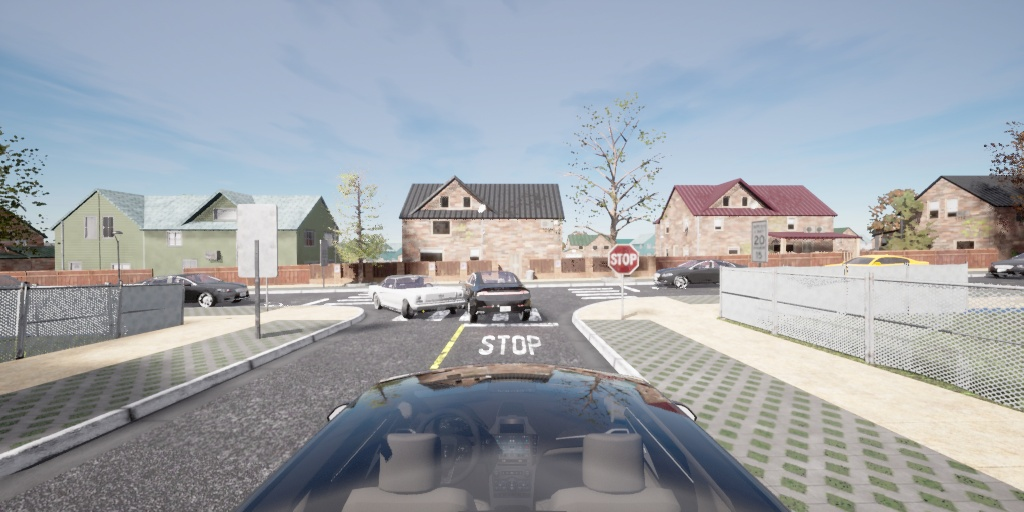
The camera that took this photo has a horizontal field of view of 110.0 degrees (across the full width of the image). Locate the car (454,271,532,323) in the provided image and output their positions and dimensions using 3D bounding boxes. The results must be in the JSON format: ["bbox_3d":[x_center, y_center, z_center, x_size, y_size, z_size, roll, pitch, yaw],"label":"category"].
[{"bbox_3d":[-0.688,1.243,12.228,2.128,1.511,4.902,0,0,-12],"label":"car"}]

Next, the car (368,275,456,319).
[{"bbox_3d":[-3.603,1.368,13.087,1.895,1.301,4.718,0,0,-38],"label":"car"}]

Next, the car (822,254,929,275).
[{"bbox_3d":[19.759,0.691,19.676,5.008,1.535,1.882,-1,1,-1],"label":"car"}]

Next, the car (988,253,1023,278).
[{"bbox_3d":[29.383,0.479,19.713,4.902,1.511,2.128,-1,1,0],"label":"car"}]

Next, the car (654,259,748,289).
[{"bbox_3d":[10.328,0.926,19.638,4.902,1.511,2.128,-1,1,0],"label":"car"}]

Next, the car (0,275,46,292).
[{"bbox_3d":[-24.242,1.648,16.539,4.553,1.767,2.097,-1,1,0],"label":"car"}]

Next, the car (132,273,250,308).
[{"bbox_3d":[-14.904,1.567,16.581,4.902,1.511,2.128,-1,1,0],"label":"car"}]
